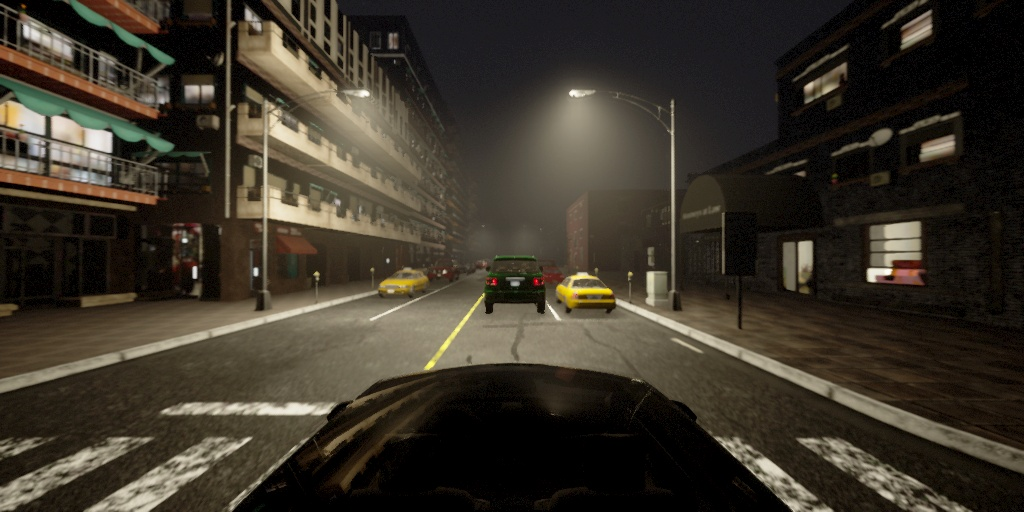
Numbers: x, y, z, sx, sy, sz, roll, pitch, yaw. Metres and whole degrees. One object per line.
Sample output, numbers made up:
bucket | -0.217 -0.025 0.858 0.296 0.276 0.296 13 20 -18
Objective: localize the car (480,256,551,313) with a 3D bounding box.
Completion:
car | 0.105 1.021 14.419 2.150 2.045 5.566 0 0 0

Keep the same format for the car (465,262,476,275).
car | -5.672 1.500 41.557 2.007 1.370 4.403 0 0 0

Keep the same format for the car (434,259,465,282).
car | -5.677 1.201 30.479 2.192 1.841 5.009 0 0 0

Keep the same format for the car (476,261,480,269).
car | -5.669 1.508 46.926 1.751 1.417 4.829 0 0 0

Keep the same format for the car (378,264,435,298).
car | -5.682 1.352 19.231 1.751 1.417 4.829 0 0 0

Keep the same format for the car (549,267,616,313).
car | 2.697 1.322 14.029 1.751 1.417 4.829 0 0 0

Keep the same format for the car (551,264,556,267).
car | 2.701 1.437 24.937 1.802 1.307 4.207 0 0 0

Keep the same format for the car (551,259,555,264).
car | 2.704 1.200 30.476 2.192 1.841 5.009 0 0 0
